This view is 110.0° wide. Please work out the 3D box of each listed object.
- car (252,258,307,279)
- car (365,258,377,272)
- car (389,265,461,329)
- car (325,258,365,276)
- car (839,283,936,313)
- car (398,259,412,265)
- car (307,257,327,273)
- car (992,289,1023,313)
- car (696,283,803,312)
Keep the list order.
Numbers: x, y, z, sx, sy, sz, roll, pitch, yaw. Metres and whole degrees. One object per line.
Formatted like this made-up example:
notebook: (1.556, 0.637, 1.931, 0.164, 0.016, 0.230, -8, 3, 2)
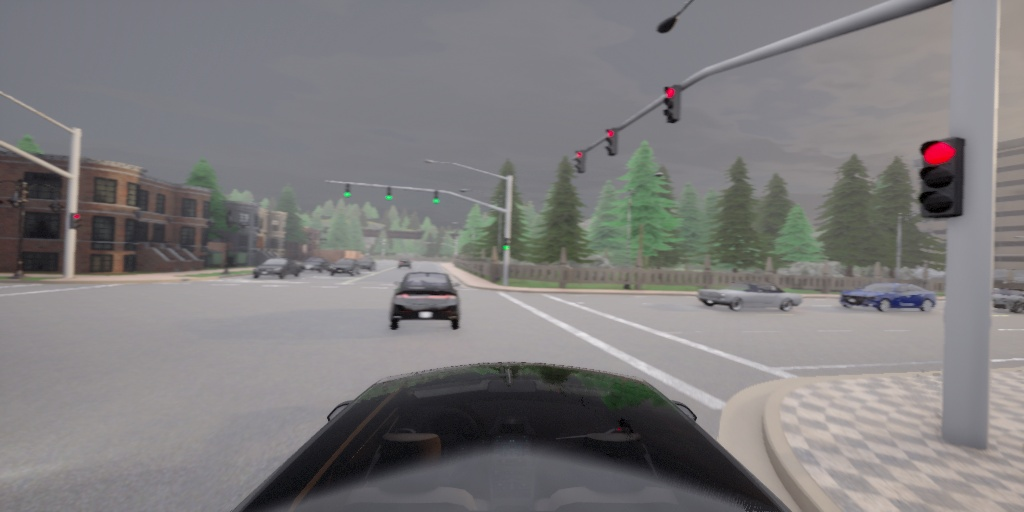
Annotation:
car: (-17.115, 0.868, 26.351, 1.812, 1.442, 4.674, 2, -1, -13)
car: (-17.148, 1.013, 42.152, 1.837, 1.490, 4.892, 2, -1, -13)
car: (-2.649, 1.238, 11.156, 2.128, 1.511, 4.902, 2, -1, -13)
car: (-14.936, 0.996, 32.416, 1.837, 1.490, 4.892, 2, -1, -13)
car: (20.731, 2.228, 19.842, 5.008, 1.535, 1.882, 2, -1, -13)
car: (-16.263, 1.179, 54.553, 1.837, 1.490, 4.892, 2, -1, -13)
car: (-19.167, 0.848, 35.225, 2.128, 1.511, 4.902, 2, -1, -13)
car: (30.444, 2.718, 22.062, 4.181, 1.385, 1.994, 2, -1, -12)
car: (11.678, 1.976, 17.763, 4.718, 1.301, 1.895, 2, -1, -13)
